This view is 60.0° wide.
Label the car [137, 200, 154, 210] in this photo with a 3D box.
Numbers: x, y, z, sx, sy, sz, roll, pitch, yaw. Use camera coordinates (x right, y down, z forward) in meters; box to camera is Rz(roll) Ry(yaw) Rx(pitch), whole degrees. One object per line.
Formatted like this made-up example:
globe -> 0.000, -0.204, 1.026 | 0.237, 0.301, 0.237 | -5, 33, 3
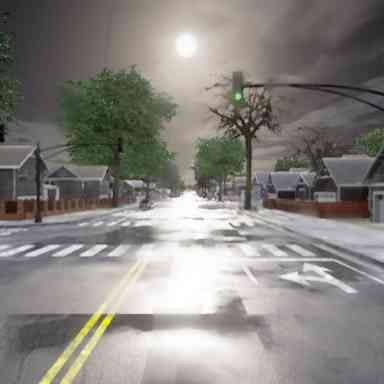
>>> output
car -> -6.567, 1.886, 48.170 | 1.812, 1.442, 4.674 | 0, 1, 0
